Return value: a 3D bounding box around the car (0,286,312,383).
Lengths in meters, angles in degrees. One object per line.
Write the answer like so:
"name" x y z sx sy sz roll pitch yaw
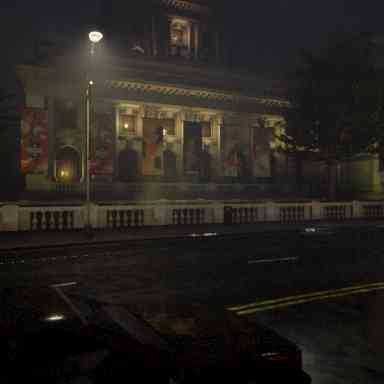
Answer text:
"car" -1.475 1.548 2.512 5.357 1.411 2.033 0 0 -34
